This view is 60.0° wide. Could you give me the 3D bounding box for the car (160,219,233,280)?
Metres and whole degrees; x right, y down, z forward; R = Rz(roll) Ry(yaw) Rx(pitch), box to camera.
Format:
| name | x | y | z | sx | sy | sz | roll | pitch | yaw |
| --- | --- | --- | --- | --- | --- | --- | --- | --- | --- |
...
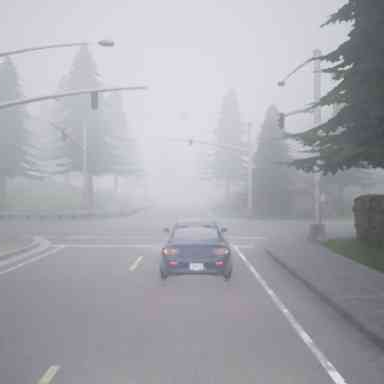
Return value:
| name | x | y | z | sx | sy | sz | roll | pitch | yaw |
| --- | --- | --- | --- | --- | --- | --- | --- | --- | --- |
| car | 0.103 | 1.516 | 9.827 | 1.812 | 1.442 | 4.674 | 0 | 0 | 0 |
